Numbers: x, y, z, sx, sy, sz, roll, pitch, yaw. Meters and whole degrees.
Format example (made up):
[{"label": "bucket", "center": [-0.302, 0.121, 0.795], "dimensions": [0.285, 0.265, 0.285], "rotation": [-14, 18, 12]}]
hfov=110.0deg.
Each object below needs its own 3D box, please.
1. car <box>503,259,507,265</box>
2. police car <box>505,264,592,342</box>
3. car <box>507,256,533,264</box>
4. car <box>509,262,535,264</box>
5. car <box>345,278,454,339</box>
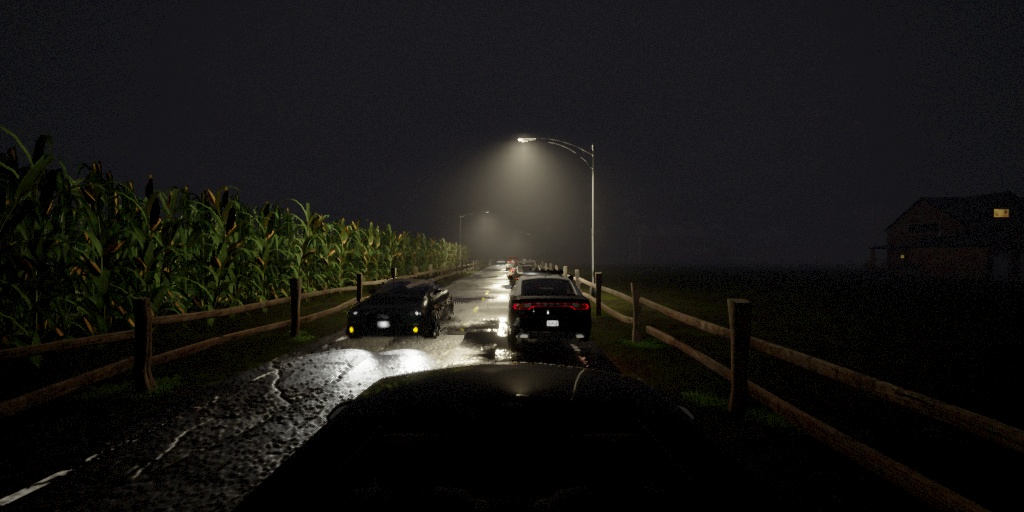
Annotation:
[{"label": "car", "center": [0.125, 1.373, 48.134], "dimensions": [1.895, 1.301, 4.718], "rotation": [0, 0, 1]}, {"label": "police car", "center": [0.837, 1.175, 9.940], "dimensions": [1.930, 1.638, 5.238], "rotation": [0, 0, 0]}, {"label": "car", "center": [0.865, 1.101, 25.801], "dimensions": [2.097, 1.767, 4.553], "rotation": [0, 0, 0]}, {"label": "car", "center": [0.855, 1.255, 19.830], "dimensions": [1.837, 1.490, 4.892], "rotation": [0, 0, 0]}, {"label": "car", "center": [-2.836, 1.314, 9.895], "dimensions": [1.994, 1.385, 4.181], "rotation": [0, 0, 0]}]
